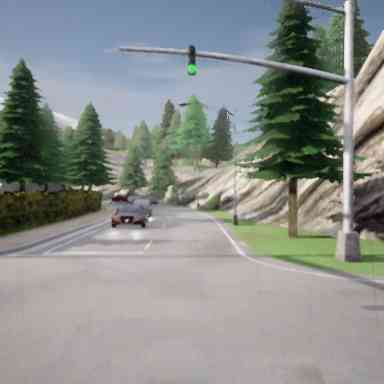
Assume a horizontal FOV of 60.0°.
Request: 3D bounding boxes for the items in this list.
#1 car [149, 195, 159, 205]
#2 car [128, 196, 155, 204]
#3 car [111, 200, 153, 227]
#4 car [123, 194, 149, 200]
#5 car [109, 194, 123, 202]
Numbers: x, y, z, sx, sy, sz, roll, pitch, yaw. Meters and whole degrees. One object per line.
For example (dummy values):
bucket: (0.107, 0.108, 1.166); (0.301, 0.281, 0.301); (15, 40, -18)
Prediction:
car: (-6.529, 1.199, 49.156); (2.033, 1.411, 5.357); (0, 0, -27)
car: (-4.452, 1.316, 29.540); (1.812, 1.442, 4.674); (0, 0, -8)
car: (-3.783, 1.415, 20.987); (1.994, 1.385, 4.181); (0, 0, -2)
car: (-6.671, 1.226, 39.348); (1.837, 1.490, 4.892); (0, 0, -18)
car: (-12.402, 1.069, 57.706); (5.008, 1.535, 1.882); (0, 1, 42)
